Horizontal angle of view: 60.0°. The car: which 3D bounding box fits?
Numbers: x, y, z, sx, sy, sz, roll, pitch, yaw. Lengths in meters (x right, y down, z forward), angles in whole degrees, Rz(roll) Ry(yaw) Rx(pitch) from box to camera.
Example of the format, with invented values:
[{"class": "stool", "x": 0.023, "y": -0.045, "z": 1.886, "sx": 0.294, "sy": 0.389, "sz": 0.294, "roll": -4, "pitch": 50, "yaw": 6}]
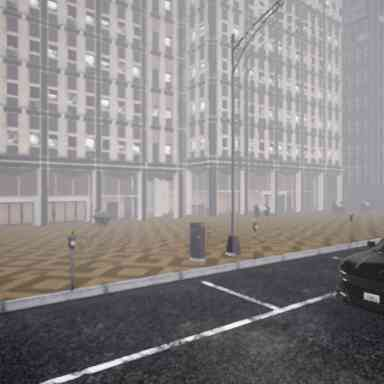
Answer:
[{"class": "car", "x": 5.025, "y": 1.473, "z": 6.939, "sx": 5.008, "sy": 1.535, "sz": 1.882, "roll": 0, "pitch": 0, "yaw": -35}]
